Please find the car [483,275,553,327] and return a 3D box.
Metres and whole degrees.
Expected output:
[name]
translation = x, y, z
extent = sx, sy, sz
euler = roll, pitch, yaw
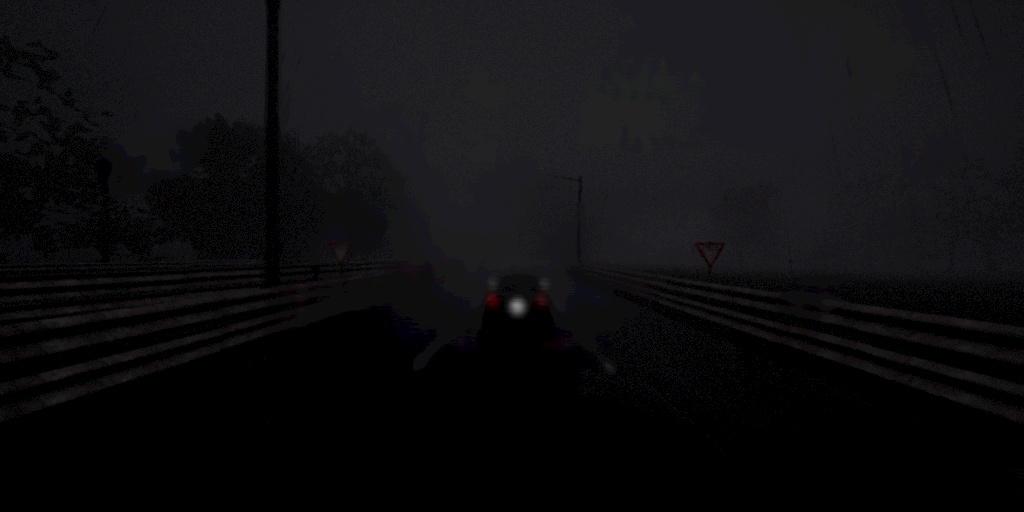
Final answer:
[car]
translation = 0.208, 1.312, 11.513
extent = 1.994, 1.385, 4.181
euler = 0, 0, 2
